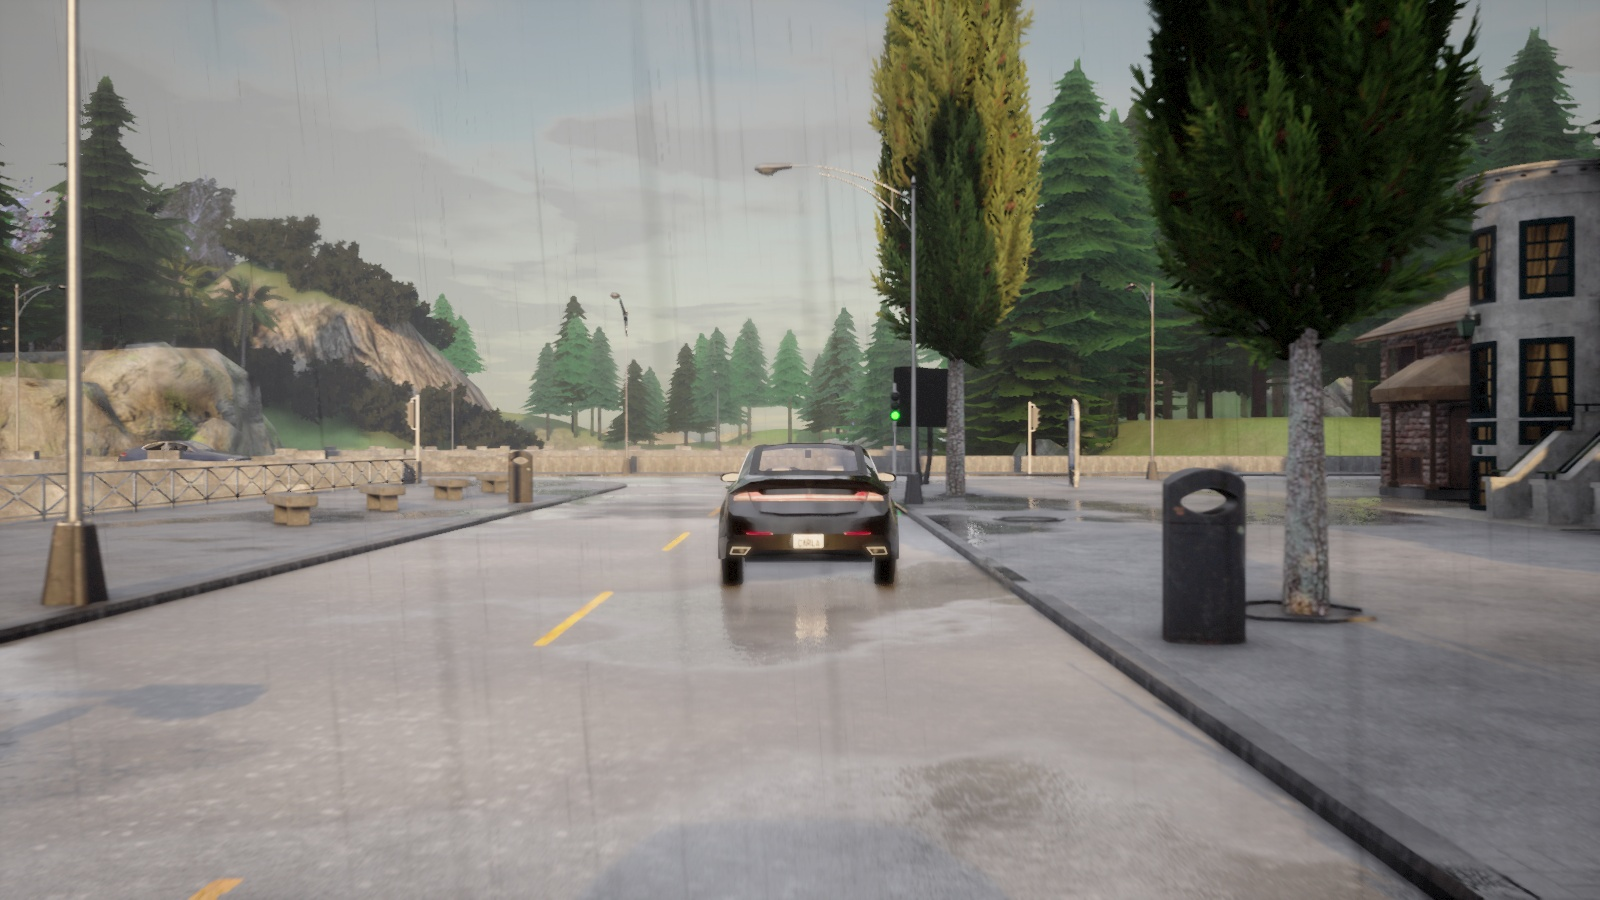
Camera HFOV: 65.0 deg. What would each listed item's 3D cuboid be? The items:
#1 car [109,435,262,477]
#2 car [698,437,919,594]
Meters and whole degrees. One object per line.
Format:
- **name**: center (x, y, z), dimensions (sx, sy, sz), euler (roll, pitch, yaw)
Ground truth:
- **car**: center (-24.342, 0.224, 49.913), dimensions (5.027, 1.651, 2.152), euler (0, 0, 0)
- **car**: center (0.096, 0.621, 14.564), dimensions (2.128, 1.511, 4.902), euler (0, 0, 0)
